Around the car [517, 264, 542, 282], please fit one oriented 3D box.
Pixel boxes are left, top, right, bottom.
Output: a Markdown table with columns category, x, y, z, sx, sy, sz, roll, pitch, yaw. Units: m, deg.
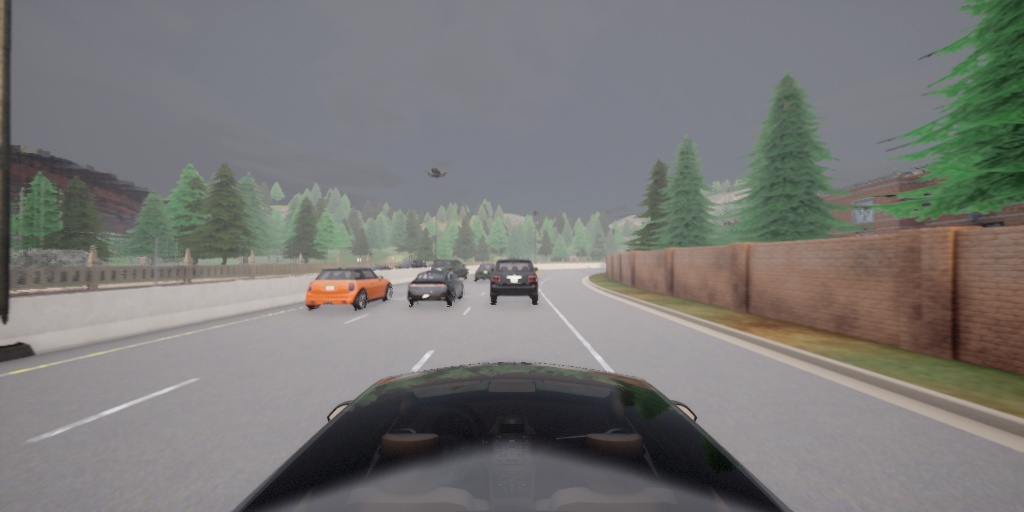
| category | x | y | z | sx | sy | sz | roll | pitch | yaw |
| --- | --- | --- | --- | --- | --- | --- | --- | --- | --- |
| car | 1.808 | 1.628 | 35.770 | 1.882 | 1.535 | 5.008 | 0 | -1 | 10 |

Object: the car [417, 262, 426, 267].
| category | x | y | z | sx | sy | sz | roll | pitch | yaw |
| --- | --- | --- | --- | --- | --- | --- | --- | --- | --- |
| car | -10.057 | 1.810 | 47.047 | 1.812 | 1.442 | 4.674 | 0 | -1 | 16 |

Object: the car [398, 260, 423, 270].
| category | x | y | z | sx | sy | sz | roll | pitch | yaw |
| --- | --- | --- | --- | --- | --- | --- | --- | --- | --- |
| car | -13.519 | 1.516 | 47.660 | 2.150 | 2.045 | 5.566 | 0 | -1 | 16 |

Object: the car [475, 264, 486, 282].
| category | x | y | z | sx | sy | sz | roll | pitch | yaw |
| --- | --- | --- | --- | --- | --- | --- | --- | --- | --- |
| car | -2.043 | 1.482 | 33.972 | 2.097 | 1.767 | 4.553 | 0 | -1 | 8 |

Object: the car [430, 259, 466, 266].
| category | x | y | z | sx | sy | sz | roll | pitch | yaw |
| --- | --- | --- | --- | --- | --- | --- | --- | --- | --- |
| car | -5.716 | 1.345 | 33.387 | 2.150 | 2.045 | 5.566 | 0 | -1 | 8 |

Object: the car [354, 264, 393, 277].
| category | x | y | z | sx | sy | sz | roll | pitch | yaw |
| --- | --- | --- | --- | --- | --- | --- | --- | --- | --- |
| car | -17.605 | 1.765 | 45.892 | 2.128 | 1.511 | 4.902 | 0 | -1 | 15 |

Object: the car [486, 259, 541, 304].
| category | x | y | z | sx | sy | sz | roll | pitch | yaw |
| --- | --- | --- | --- | --- | --- | --- | --- | --- | --- |
| car | 0.123 | 1.160 | 17.728 | 2.150 | 2.045 | 5.566 | 0 | -1 | 1 |

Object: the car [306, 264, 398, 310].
| category | x | y | z | sx | sy | sz | roll | pitch | yaw |
| --- | --- | --- | --- | --- | --- | --- | --- | --- | --- |
| car | -6.895 | 1.267 | 15.728 | 2.097 | 1.767 | 4.553 | 0 | -1 | 0 |

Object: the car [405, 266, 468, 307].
| category | x | y | z | sx | sy | sz | roll | pitch | yaw |
| --- | --- | --- | --- | --- | --- | --- | --- | --- | --- |
| car | -3.387 | 1.417 | 16.579 | 2.128 | 1.511 | 4.902 | 0 | -1 | 0 |
